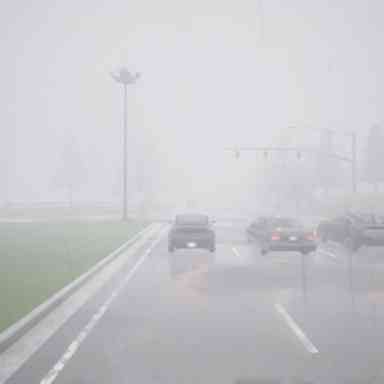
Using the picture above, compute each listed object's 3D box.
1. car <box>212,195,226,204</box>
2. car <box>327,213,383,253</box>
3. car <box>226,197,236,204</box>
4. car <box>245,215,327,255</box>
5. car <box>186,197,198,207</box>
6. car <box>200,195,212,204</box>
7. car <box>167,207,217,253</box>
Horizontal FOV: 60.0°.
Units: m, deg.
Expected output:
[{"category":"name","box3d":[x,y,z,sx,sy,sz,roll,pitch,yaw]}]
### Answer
[{"category":"car","box3d":[6.949,2.329,87.772,2.128,1.511,4.902,0,-1,0]},{"category":"car","box3d":[6.995,1.629,14.297,2.128,1.511,4.902,0,0,0]},{"category":"car","box3d":[10.449,2.180,88.162,2.097,1.767,4.553,0,-1,0]},{"category":"car","box3d":[3.493,1.681,13.989,2.033,1.411,5.357,0,-1,0]},{"category":"car","box3d":[-0.034,2.031,58.399,1.882,1.535,5.008,0,-1,0]},{"category":"car","box3d":[3.449,2.159,87.742,2.097,1.767,4.553,0,-1,0]},{"category":"car","box3d":[-0.004,1.644,14.302,1.837,1.490,4.892,0,0,0]}]
